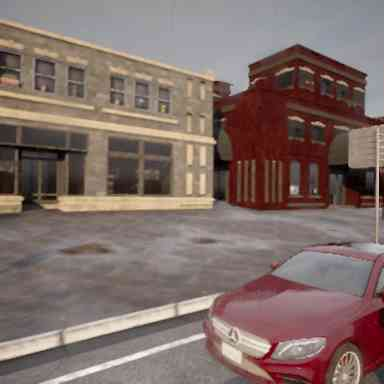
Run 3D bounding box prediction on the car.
[{"bbox_3d":[2.333,1.537,5.044,4.674,1.442,1.812,0,0,-36],"label":"car"}]
